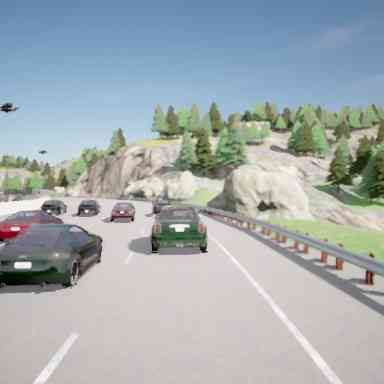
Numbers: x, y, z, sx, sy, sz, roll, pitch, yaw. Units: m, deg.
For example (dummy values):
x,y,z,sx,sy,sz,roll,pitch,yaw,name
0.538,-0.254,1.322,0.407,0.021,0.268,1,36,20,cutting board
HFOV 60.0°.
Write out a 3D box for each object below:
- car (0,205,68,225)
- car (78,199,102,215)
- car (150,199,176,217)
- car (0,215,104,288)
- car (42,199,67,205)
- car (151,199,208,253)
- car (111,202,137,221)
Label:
x,y,z,sx,sy,sz,roll,pitch,yaw,name
-7.812,1.567,16.367,1.994,1.385,4.181,0,0,-5,car
-10.117,1.502,33.005,1.837,1.490,4.892,0,0,-10,car
-2.948,1.476,32.716,2.128,1.511,4.902,0,0,-10,car
-3.777,1.565,9.248,1.994,1.385,4.181,0,0,-3,car
-13.686,1.508,33.104,1.837,1.490,4.892,0,0,-11,car
-0.591,1.344,13.956,2.097,1.767,4.553,0,0,-4,car
-5.541,1.540,27.078,2.033,1.411,5.357,0,0,-8,car
